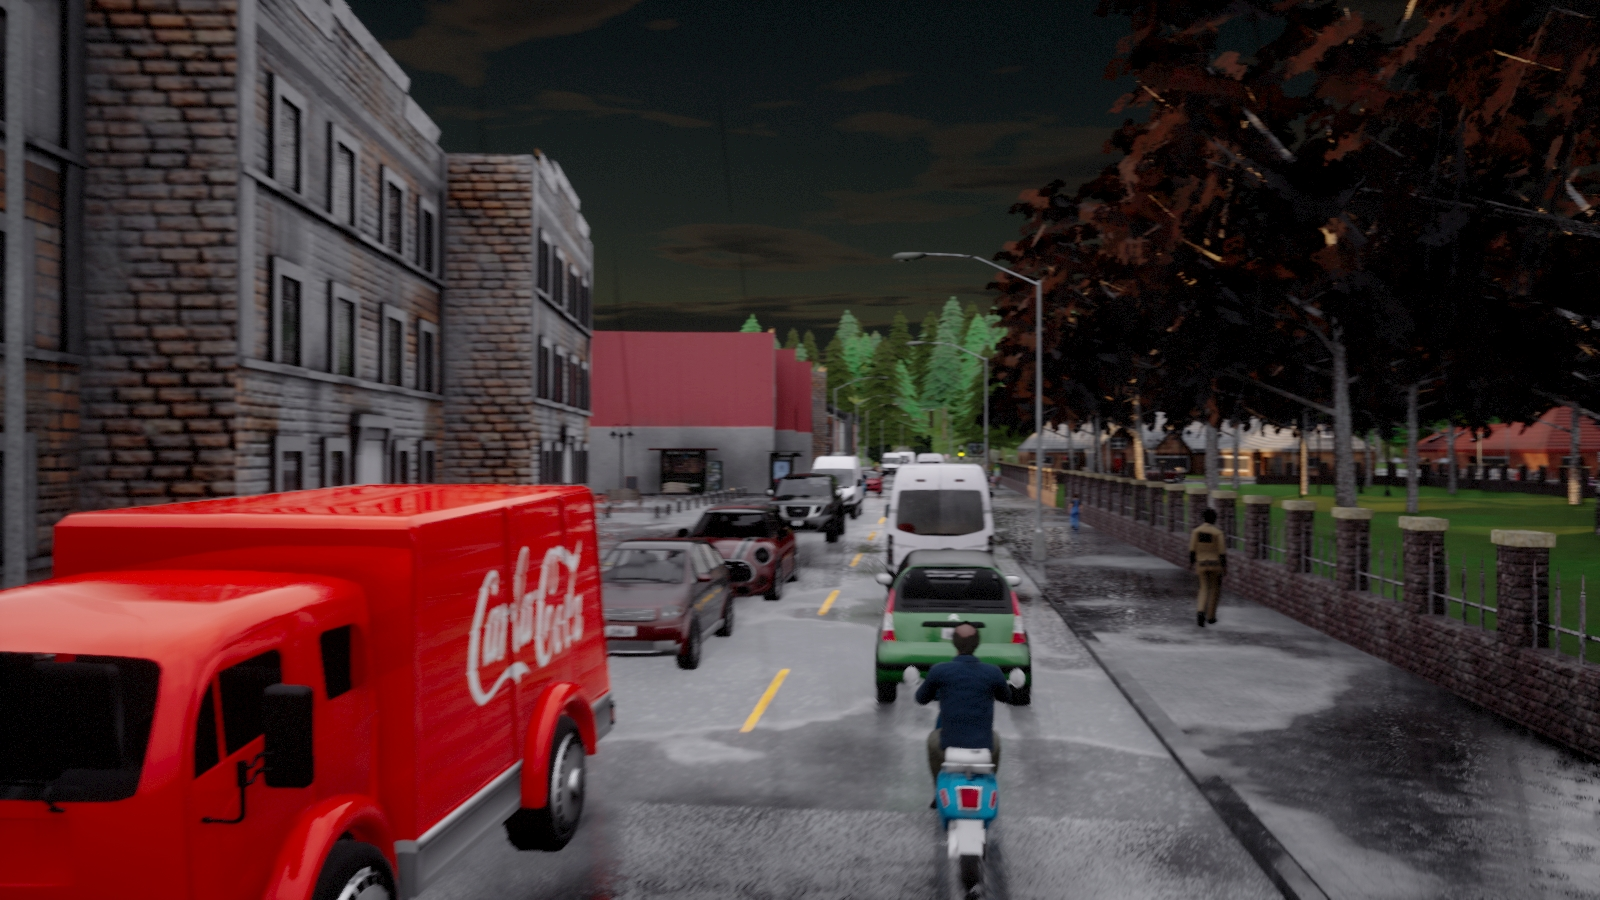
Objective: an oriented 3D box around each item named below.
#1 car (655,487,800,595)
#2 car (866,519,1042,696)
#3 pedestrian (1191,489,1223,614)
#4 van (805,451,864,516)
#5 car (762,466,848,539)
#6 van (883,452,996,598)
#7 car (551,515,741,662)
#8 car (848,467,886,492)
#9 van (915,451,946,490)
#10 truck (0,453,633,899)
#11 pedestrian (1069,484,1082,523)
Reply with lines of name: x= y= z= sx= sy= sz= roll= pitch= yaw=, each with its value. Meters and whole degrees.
car: x=-1.300 y=1.694 z=22.602 sx=2.097 sy=1.767 sz=4.553 roll=0 pitch=0 yaw=6
car: x=1.840 y=1.786 z=14.112 sx=1.851 sy=1.617 sz=3.988 roll=0 pitch=0 yaw=6
pedestrian: x=6.227 y=1.536 z=17.470 sx=0.375 sy=1.860 sz=0.375 roll=0 pitch=0 yaw=34
van: x=1.532 y=1.333 z=48.119 sx=1.988 sy=2.561 sz=5.915 roll=0 pitch=0 yaw=6
car: x=0.260 y=1.573 z=36.256 sx=2.150 sy=2.045 sz=5.566 roll=0 pitch=0 yaw=6
van: x=2.803 y=1.325 z=23.196 sx=1.988 sy=2.561 sz=5.915 roll=0 pitch=0 yaw=6
car: x=-2.001 y=1.807 z=15.936 sx=1.789 sy=1.549 sz=3.705 roll=0 pitch=0 yaw=6
car: x=4.342 y=1.870 z=73.368 sx=2.231 sy=1.480 sz=4.892 roll=0 pitch=0 yaw=6
van: x=8.797 y=1.348 z=77.279 sx=1.988 sy=2.561 sz=5.915 roll=0 pitch=0 yaw=6
truck: x=-2.983 y=1.326 z=6.993 sx=2.627 sy=2.467 sz=5.204 roll=0 pitch=2 yaw=6
pedestrian: x=9.355 y=1.826 z=38.793 sx=0.375 sy=1.300 sz=0.375 roll=0 pitch=0 yaw=6
